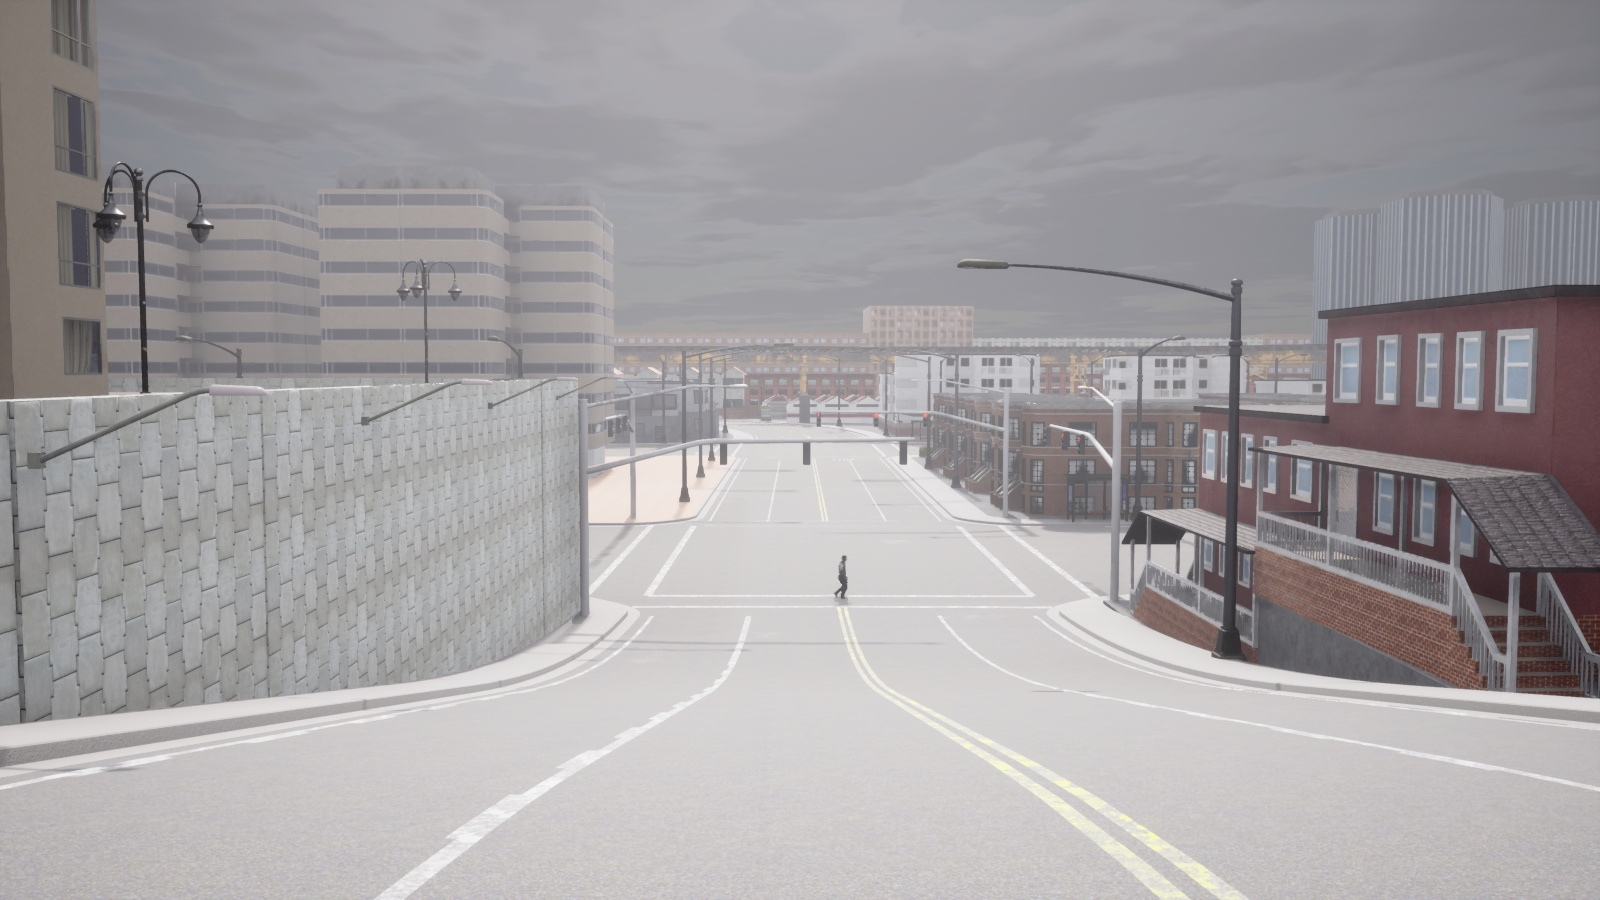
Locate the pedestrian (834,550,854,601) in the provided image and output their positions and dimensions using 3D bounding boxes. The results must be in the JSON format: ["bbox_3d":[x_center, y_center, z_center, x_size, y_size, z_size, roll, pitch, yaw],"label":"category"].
[{"bbox_3d":[1.739,4.957,49.726,0.788,1.949,0.423,0,4,1],"label":"pedestrian"}]
